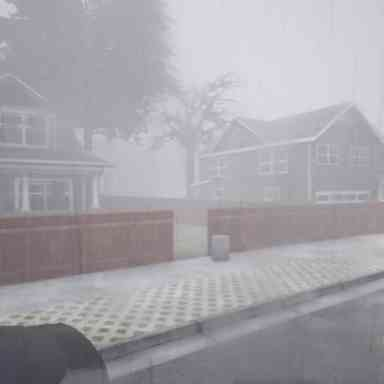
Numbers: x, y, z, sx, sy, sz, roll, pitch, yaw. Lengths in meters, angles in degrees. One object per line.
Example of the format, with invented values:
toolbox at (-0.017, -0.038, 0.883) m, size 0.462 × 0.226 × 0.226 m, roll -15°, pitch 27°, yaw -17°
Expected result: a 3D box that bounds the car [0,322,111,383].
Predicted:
car at (-2.654, 1.495, 1.121) m, size 4.902 × 1.511 × 2.128 m, roll 0°, pitch 0°, yaw -35°
